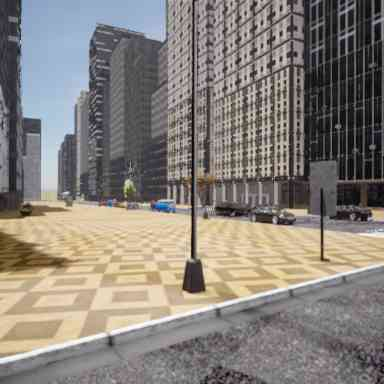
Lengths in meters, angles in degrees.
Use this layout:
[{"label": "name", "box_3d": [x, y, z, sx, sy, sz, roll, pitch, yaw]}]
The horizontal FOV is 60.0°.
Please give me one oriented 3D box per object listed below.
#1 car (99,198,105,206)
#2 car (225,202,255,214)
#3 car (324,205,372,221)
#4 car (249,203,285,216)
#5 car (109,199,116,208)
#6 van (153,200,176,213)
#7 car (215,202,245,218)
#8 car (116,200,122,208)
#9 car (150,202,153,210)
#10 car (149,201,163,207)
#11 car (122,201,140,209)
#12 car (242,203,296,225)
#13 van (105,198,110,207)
[{"label": "car", "box_3d": [-23.162, 3.019, 86.793, 1.887, 1.381, 4.507, -1, -1, -26]}, {"label": "car", "box_3d": [6.427, 2.134, 44.879, 1.947, 1.339, 4.313, -1, -1, -26]}, {"label": "car", "box_3d": [13.775, 1.822, 29.690, 2.008, 1.369, 4.403, -1, -1, -26]}, {"label": "car", "box_3d": [8.876, 2.034, 39.816, 1.947, 1.339, 4.313, -1, -1, -26]}, {"label": "car", "box_3d": [-15.814, 2.700, 71.606, 1.887, 1.381, 4.507, -1, -1, -26]}, {"label": "van", "box_3d": [-3.571, 1.979, 46.295, 1.690, 1.788, 3.998, -1, -1, -26]}, {"label": "car", "box_3d": [4.315, 1.899, 35.979, 1.882, 1.535, 5.008, 0, -1, -26]}, {"label": "car", "box_3d": [-13.291, 2.572, 66.391, 1.752, 1.417, 4.829, -1, -1, -26]}, {"label": "car", "box_3d": [-5.461, 2.428, 56.395, 1.895, 1.301, 4.718, 0, -1, -26]}, {"label": "car", "box_3d": [-8.270, 2.768, 75.255, 1.802, 1.307, 4.206, -1, -1, -26]}, {"label": "car", "box_3d": [-10.915, 2.496, 61.480, 2.008, 1.369, 4.403, -1, -1, -26]}, {"label": "car", "box_3d": [6.232, 1.791, 26.040, 2.008, 1.369, 4.403, -1, -1, -26]}, {"label": "van", "box_3d": [-18.267, 2.602, 76.670, 1.690, 1.788, 3.998, -1, -1, -26]}]
